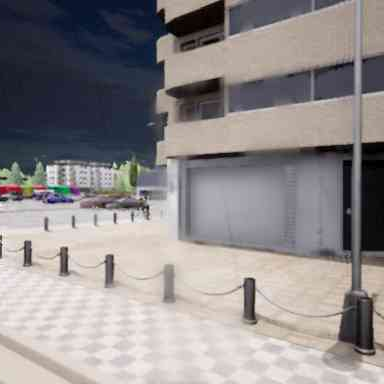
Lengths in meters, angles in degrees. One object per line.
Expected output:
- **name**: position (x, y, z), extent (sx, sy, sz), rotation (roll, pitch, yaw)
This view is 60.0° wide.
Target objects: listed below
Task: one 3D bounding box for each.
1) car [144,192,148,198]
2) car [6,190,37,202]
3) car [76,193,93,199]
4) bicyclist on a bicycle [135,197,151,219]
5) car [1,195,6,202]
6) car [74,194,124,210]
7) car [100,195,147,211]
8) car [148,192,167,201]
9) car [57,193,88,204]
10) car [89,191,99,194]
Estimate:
- **car**: position (-8.796, 0.844, 71.472), extent (1.905, 1.878, 3.866), rotation (1, 0, 35)
- **car**: position (-34.936, 0.696, 68.433), extent (1.932, 1.855, 4.605), rotation (1, 0, 35)
- **car**: position (-27.209, 0.914, 84.438), extent (1.970, 1.475, 3.806), rotation (1, 0, 35)
- **bicyclist on a bicycle**: position (-3.596, 1.228, 24.305), extent (1.656, 1.620, 0.582), rotation (0, 0, 35)
- **car**: position (-37.266, 0.885, 70.157), extent (1.784, 1.438, 3.905), rotation (1, 0, 35)
- **car**: position (-10.844, 1.295, 39.198), extent (1.882, 1.535, 5.008), rotation (1, 0, 35)
- **car**: position (-7.682, 1.370, 37.588), extent (1.812, 1.442, 4.674), rotation (1, 0, 35)
- **car**: position (-6.463, 0.863, 69.758), extent (1.932, 1.855, 4.605), rotation (1, 0, 35)
- **car**: position (-21.081, 1.065, 58.763), extent (1.970, 1.475, 3.806), rotation (1, 0, 35)
- **car**: position (-24.849, 0.697, 82.758), extent (1.905, 1.878, 3.866), rotation (1, 0, 35)
